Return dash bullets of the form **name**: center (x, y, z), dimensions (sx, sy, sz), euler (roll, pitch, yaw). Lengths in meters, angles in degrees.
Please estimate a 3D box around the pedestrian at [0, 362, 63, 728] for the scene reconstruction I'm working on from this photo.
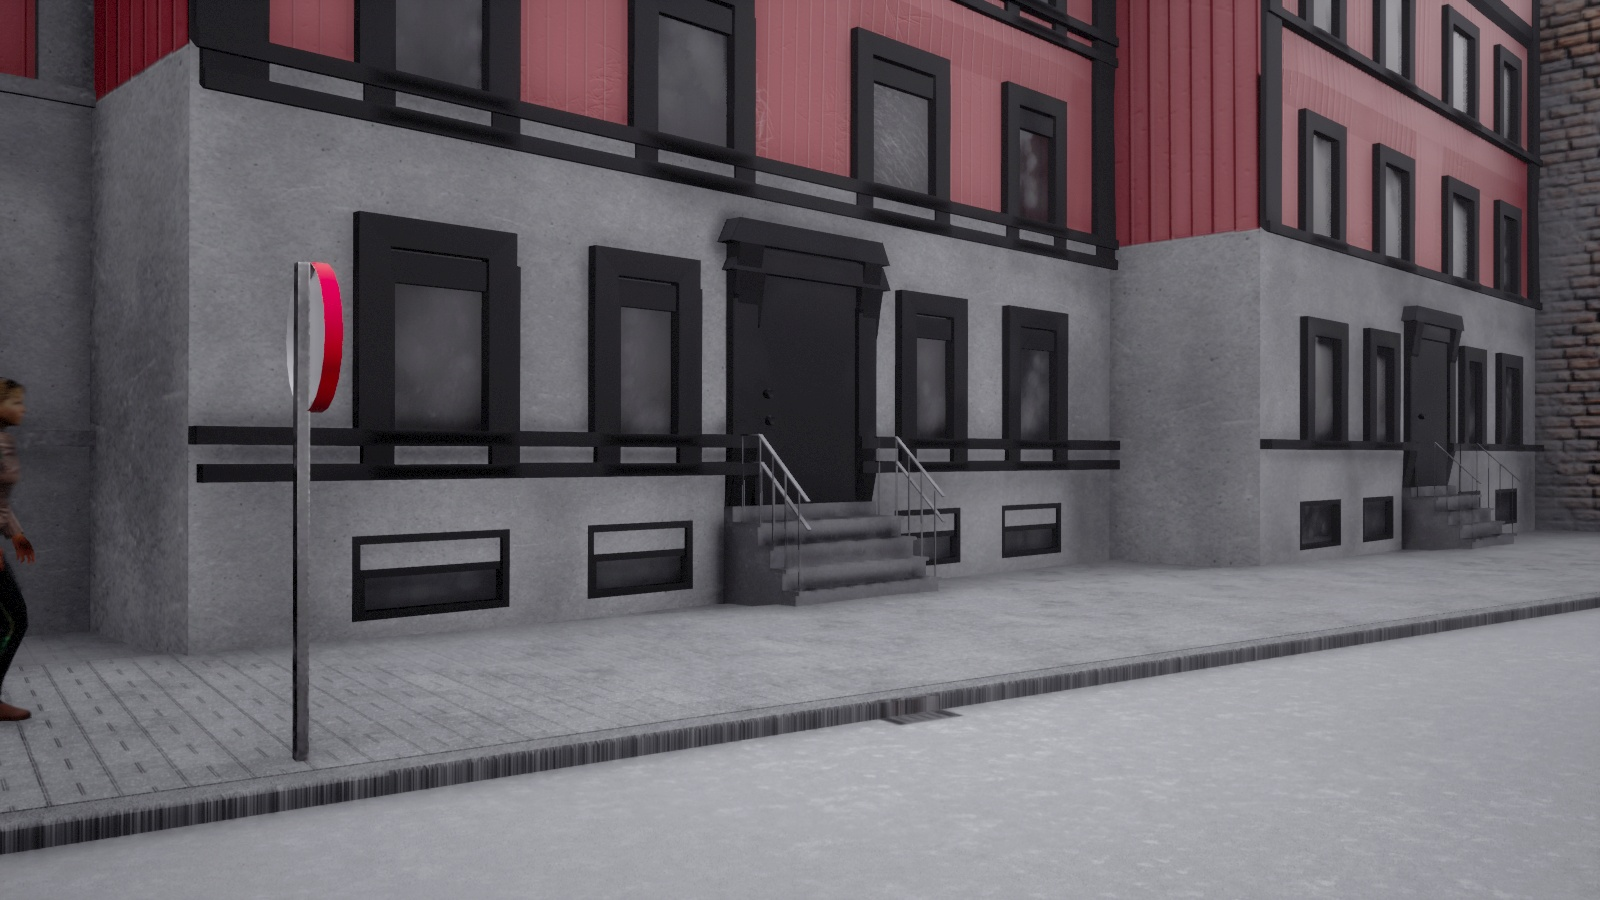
- **pedestrian**: center (-4.174, 0.479, 6.446), dimensions (0.634, 1.846, 0.331), euler (0, 0, -23)
